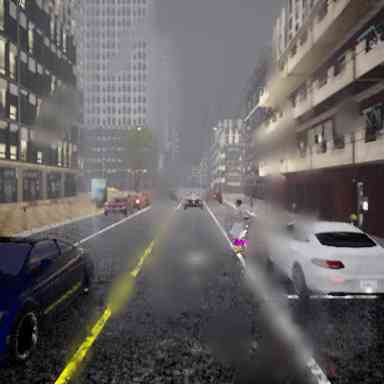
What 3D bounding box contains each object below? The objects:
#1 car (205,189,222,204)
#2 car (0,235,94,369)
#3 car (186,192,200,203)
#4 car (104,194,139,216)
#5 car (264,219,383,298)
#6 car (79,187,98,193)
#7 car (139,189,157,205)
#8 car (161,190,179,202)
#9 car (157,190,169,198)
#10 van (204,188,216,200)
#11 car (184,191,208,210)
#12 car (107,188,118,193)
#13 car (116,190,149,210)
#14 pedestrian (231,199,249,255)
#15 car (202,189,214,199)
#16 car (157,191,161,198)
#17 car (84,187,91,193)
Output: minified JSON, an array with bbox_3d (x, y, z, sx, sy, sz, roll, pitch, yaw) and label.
[{"bbox_3d":[2.798,0.515,42.762,2.192,1.841,5.009,0,1,0],"label":"car"},{"bbox_3d":[-3.085,1.458,5.479,1.994,1.385,4.181,0,1,0],"label":"car"},{"bbox_3d":[0.166,0.730,46.628,1.895,1.301,4.718,0,1,1],"label":"car"},{"bbox_3d":[-5.625,1.090,26.138,1.802,1.307,4.206,0,1,0],"label":"car"},{"bbox_3d":[3.021,1.374,7.978,1.812,1.442,4.674,0,1,0],"label":"car"},{"bbox_3d":[-27.252,-0.552,87.685,4.313,1.339,1.947,1,0,0],"label":"car"},{"bbox_3d":[-5.597,0.618,37.233,2.192,1.841,5.009,0,1,0],"label":"car"},{"bbox_3d":[-2.961,0.611,47.814,1.837,1.490,4.892,0,1,0],"label":"car"},{"bbox_3d":[-5.526,0.365,64.683,1.947,1.339,4.313,0,1,0],"label":"car"},{"bbox_3d":[2.826,0.337,53.864,1.690,1.788,3.998,0,1,0],"label":"van"},{"bbox_3d":[0.164,0.937,32.498,2.033,1.411,5.357,0,1,0],"label":"car"},{"bbox_3d":[-21.806,-0.494,87.822,4.829,1.417,1.752,1,0,-1],"label":"car"},{"bbox_3d":[-5.611,0.846,31.685,1.967,1.590,4.097,0,1,0],"label":"car"},{"bbox_3d":[1.560,1.088,10.786,0.375,1.860,0.375,0,1,-1],"label":"pedestrian"},{"bbox_3d":[2.840,0.335,59.415,1.967,1.590,4.097,0,1,0],"label":"car"},{"bbox_3d":[-5.540,0.461,59.438,1.947,1.339,4.313,0,1,0],"label":"car"},{"bbox_3d":[-27.166,-0.624,79.307,5.009,1.841,2.192,1,0,0],"label":"car"}]
